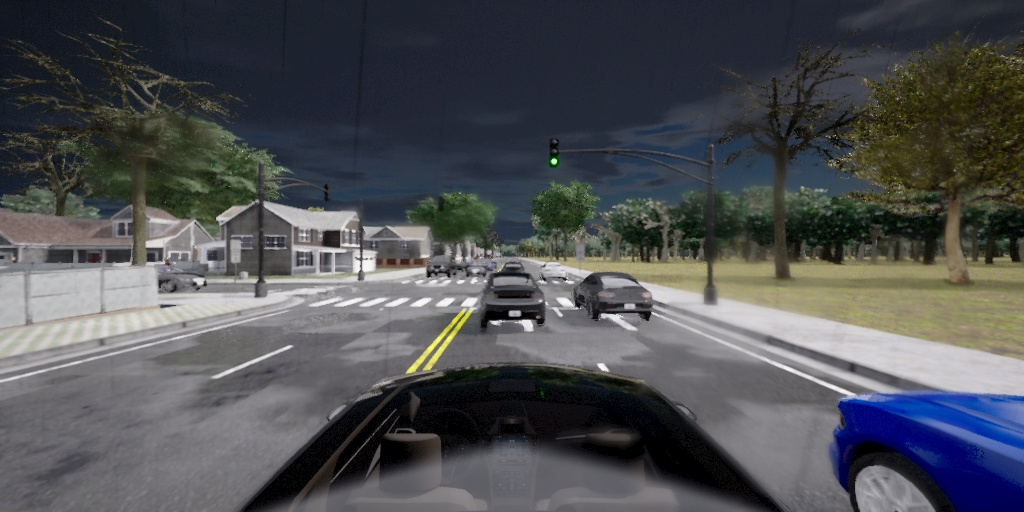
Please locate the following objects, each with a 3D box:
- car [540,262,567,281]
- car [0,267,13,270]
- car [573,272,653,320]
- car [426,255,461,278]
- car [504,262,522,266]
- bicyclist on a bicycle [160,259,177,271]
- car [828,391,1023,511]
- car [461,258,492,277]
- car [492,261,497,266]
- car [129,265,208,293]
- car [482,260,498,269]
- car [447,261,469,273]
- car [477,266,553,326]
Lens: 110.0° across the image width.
[{"bbox_3d":[3.349,1.250,29.956,1.812,1.442,4.674,0,0,0],"label":"car"},{"bbox_3d":[-28.892,1.309,19.937,4.674,1.442,1.812,0,0,0],"label":"car"},{"bbox_3d":[3.349,1.268,12.480,1.812,1.442,4.674,0,0,0],"label":"car"},{"bbox_3d":[-6.603,0.940,34.255,2.150,2.045,5.566,0,0,0],"label":"car"},{"bbox_3d":[0.098,1.231,28.558,1.837,1.490,4.892,0,0,0],"label":"car"},{"bbox_3d":[-24.640,1.071,25.782,0.582,1.620,1.656,0,0,0],"label":"bicyclist on a bicycle"},{"bbox_3d":[3.351,1.228,0.652,1.882,1.535,5.008,0,0,0],"label":"car"},{"bbox_3d":[-3.360,1.209,34.590,2.128,1.511,4.902,0,0,-1],"label":"car"},{"bbox_3d":[-3.343,1.055,43.913,2.097,1.767,4.553,0,0,0],"label":"car"},{"bbox_3d":[-19.745,1.259,19.909,4.902,1.511,2.128,0,0,0],"label":"car"},{"bbox_3d":[-3.305,1.251,54.402,1.994,1.385,4.181,0,0,1],"label":"car"},{"bbox_3d":[-6.594,1.304,44.102,1.895,1.301,4.718,0,0,0],"label":"car"},{"bbox_3d":[-0.098,1.247,11.713,1.837,1.490,4.892,0,0,-4],"label":"car"}]
